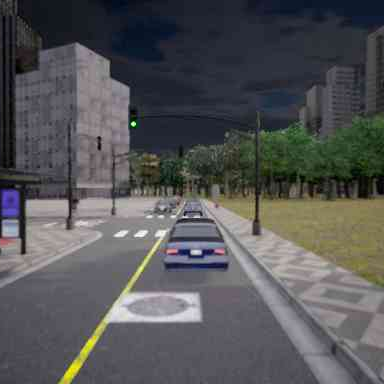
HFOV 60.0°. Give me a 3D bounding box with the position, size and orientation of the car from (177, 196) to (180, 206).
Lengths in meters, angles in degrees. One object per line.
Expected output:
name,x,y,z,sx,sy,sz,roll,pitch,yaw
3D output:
car,-3.088,1.512,46.070,1.837,1.490,4.892,0,0,0

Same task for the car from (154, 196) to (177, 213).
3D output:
car,-3.093,1.501,36.854,2.128,1.511,4.902,0,0,0

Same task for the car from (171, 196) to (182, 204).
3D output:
car,-3.044,1.502,65.818,1.837,1.490,4.892,0,0,0

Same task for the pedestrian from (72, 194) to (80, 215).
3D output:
pedestrian,-10.081,1.094,28.877,0.375,1.860,0.375,0,0,1

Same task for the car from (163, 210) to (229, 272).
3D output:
car,0.107,1.555,10.815,2.033,1.411,5.357,0,0,0

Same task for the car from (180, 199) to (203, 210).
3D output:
car,0.105,1.557,33.479,2.033,1.411,5.357,0,0,0
